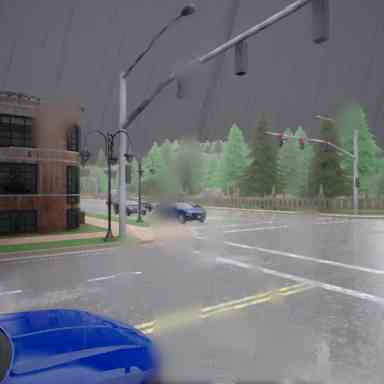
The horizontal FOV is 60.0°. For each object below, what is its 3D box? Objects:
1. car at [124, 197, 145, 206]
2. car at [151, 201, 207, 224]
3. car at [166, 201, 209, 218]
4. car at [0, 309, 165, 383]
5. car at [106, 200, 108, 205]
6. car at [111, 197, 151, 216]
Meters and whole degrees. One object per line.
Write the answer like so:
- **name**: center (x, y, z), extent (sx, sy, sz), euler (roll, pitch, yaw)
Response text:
- **car**: center (-9.828, 1.526, 56.668), extent (1.812, 1.442, 4.674), euler (0, 0, -35)
- **car**: center (-0.919, 1.478, 25.274), extent (1.882, 1.535, 5.008), euler (0, 0, -35)
- **car**: center (-0.491, 1.564, 30.776), extent (1.994, 1.385, 4.181), euler (0, 0, -35)
- **car**: center (-2.501, 1.478, 1.957), extent (5.008, 1.535, 1.882), euler (0, 0, -36)
- **car**: center (-12.626, 1.564, 54.562), extent (1.994, 1.385, 4.181), euler (0, 0, -35)
- **car**: center (-6.195, 1.526, 32.833), extent (1.812, 1.442, 4.674), euler (0, 0, -35)
